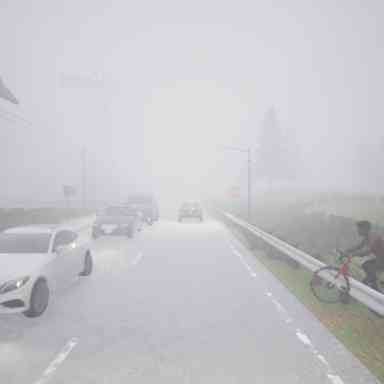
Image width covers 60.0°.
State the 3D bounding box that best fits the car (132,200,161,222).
[{"bbox_3d":[-3.799,1.553,28.471,1.812,1.442,4.674,0,2,0],"label":"car"}]

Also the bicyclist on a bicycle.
[{"bbox_3d":[3.058,1.350,5.914,1.656,1.620,0.582,12,4,14],"label":"bicyclist on a bicycle"}]

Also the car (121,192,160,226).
[{"bbox_3d":[-3.695,1.154,23.792,2.150,2.045,5.566,0,3,-1],"label":"car"}]

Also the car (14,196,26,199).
[{"bbox_3d":[-32.841,1.506,63.499,1.784,1.438,3.905,0,0,-1],"label":"car"}]

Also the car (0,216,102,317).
[{"bbox_3d":[-3.658,1.524,7.596,1.812,1.442,4.674,0,0,0],"label":"car"}]

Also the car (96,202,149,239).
[{"bbox_3d":[-3.738,1.487,17.262,2.128,1.511,4.902,0,0,0],"label":"car"}]

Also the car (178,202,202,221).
[{"bbox_3d":[-0.127,1.541,26.929,2.033,1.411,5.357,0,0,-1],"label":"car"}]
